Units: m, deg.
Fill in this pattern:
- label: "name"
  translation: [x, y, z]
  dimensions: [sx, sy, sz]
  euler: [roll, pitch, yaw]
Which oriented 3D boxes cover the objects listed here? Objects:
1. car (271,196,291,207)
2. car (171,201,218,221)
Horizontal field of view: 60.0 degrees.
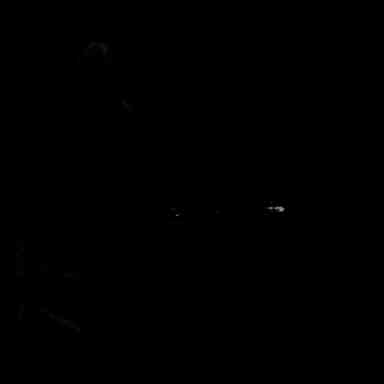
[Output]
- label: "car"
  translation: [13.476, 1.441, 50.266]
  dimensions: [1.837, 1.490, 4.892]
  euler: [0, 0, 36]
- label: "car"
  translation: [0.287, 1.499, 27.129]
  dimensions: [1.837, 1.490, 4.892]
  euler: [0, 0, 36]
